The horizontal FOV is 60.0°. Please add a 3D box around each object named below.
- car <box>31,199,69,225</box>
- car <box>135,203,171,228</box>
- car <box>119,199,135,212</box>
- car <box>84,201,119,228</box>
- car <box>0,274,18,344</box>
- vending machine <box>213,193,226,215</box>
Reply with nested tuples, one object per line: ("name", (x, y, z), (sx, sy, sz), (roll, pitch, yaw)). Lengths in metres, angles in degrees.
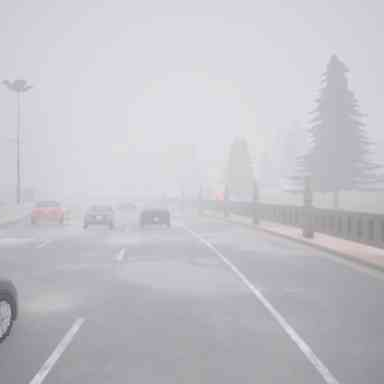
("car", (-10.391, 1.369, 24.658), (2.097, 1.767, 4.553), (0, 0, -14))
("car", (-2.626, 1.469, 22.326), (1.882, 1.535, 5.008), (0, 0, -12))
("car", (-7.913, 1.522, 39.448), (1.812, 1.442, 4.674), (0, 0, -22))
("car", (-6.088, 1.551, 22.095), (2.033, 1.411, 5.357), (0, 0, -13))
("car", (-3.652, 1.515, 3.432), (1.837, 1.490, 4.892), (0, 0, -2))
("vending machine", (2.746, 1.158, 33.194), (1.100, 2.100, 0.880), (0, 0, -17))
